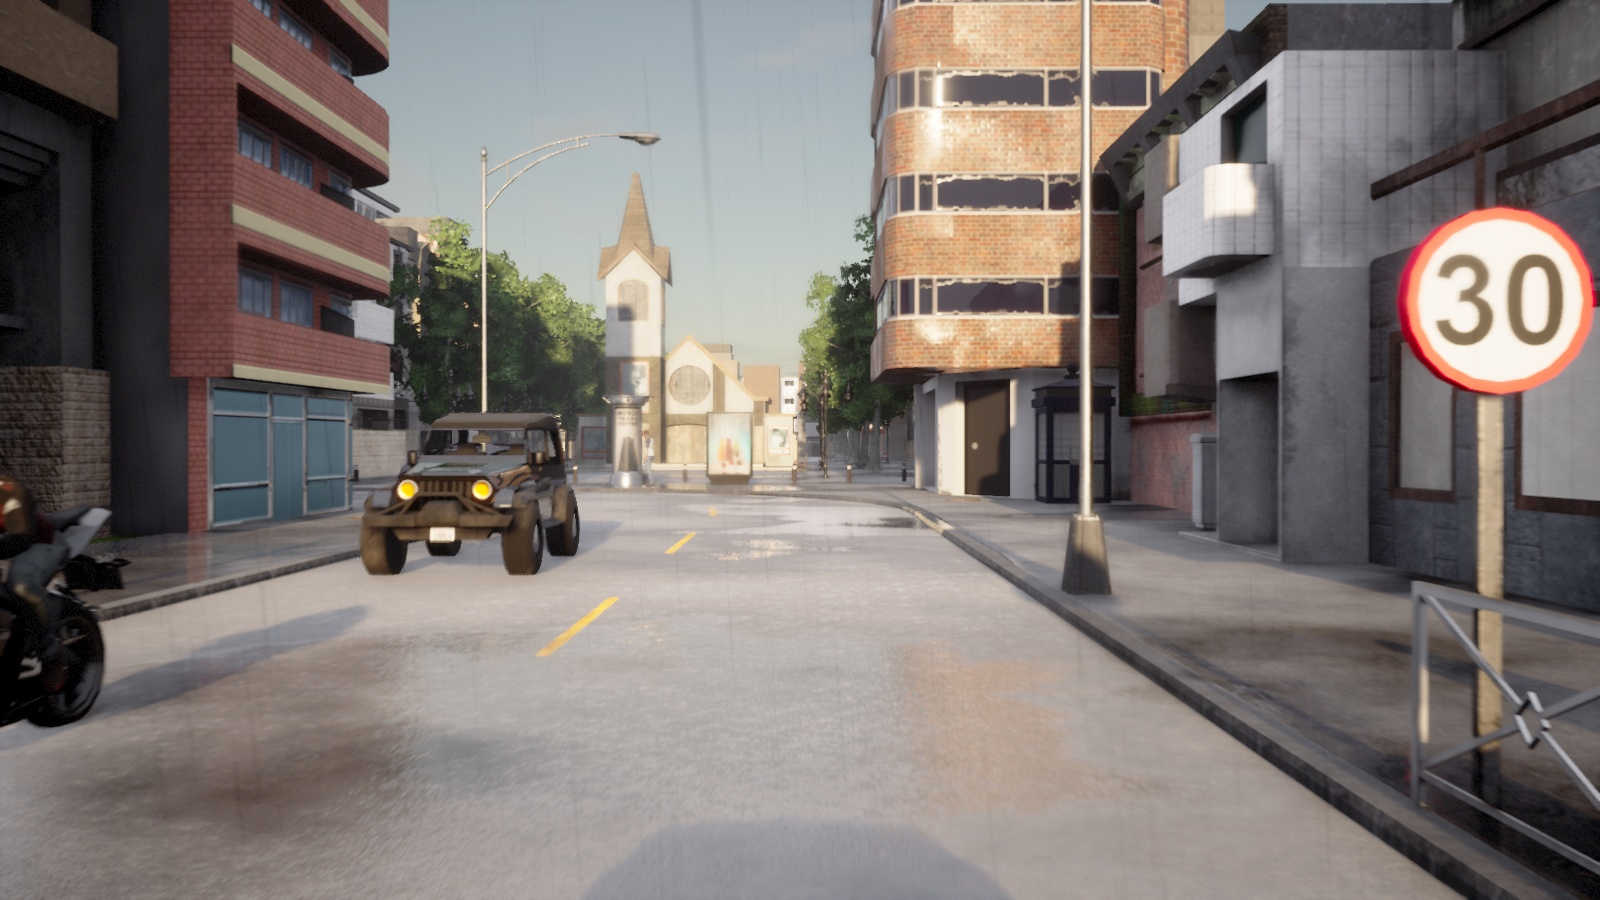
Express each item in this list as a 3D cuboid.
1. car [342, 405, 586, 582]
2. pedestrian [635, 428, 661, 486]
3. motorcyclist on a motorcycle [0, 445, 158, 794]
[{"bbox_3d":[-3.896,0.453,15.270,1.905,1.878,3.866,0,0,0],"label":"car"},{"bbox_3d":[-4.815,0.228,39.786,0.706,1.836,0.354,0,0,16],"label":"pedestrian"},{"bbox_3d":[-3.953,0.746,5.772,0.866,1.530,2.191,0,0,0],"label":"motorcyclist on a motorcycle"}]
